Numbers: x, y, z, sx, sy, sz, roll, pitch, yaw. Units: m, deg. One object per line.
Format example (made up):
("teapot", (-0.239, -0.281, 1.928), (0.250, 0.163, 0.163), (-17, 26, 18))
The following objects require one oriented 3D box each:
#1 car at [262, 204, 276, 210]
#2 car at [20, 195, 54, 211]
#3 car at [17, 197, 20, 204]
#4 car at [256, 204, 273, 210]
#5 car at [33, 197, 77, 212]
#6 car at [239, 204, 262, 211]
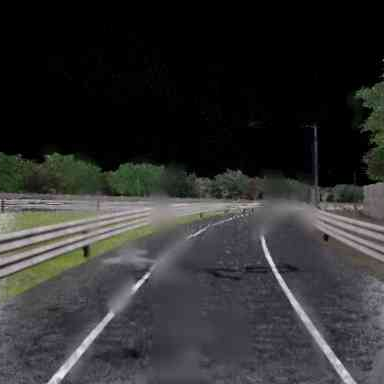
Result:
("car", (18.326, 3.622, 79.953), (4.892, 1.490, 1.837), (3, -4, -43))
("car", (-19.338, 1.456, 44.620), (5.566, 2.045, 2.150), (3, -4, -43))
("car", (-21.735, 1.572, 47.167), (5.566, 2.045, 2.150), (3, -4, -43))
("car", (18.543, 3.867, 84.955), (4.674, 1.442, 1.812), (3, -4, -43))
("car", (-16.929, 1.719, 42.066), (4.718, 1.301, 1.895), (3, -4, -43))
("car", (11.682, 2.987, 68.925), (4.892, 1.490, 1.837), (3, -4, -43))
